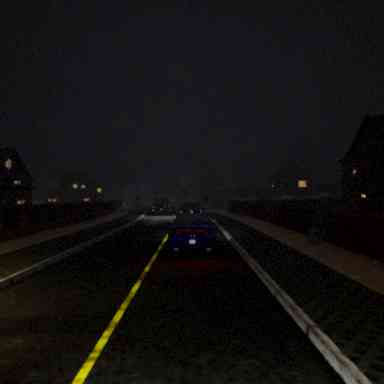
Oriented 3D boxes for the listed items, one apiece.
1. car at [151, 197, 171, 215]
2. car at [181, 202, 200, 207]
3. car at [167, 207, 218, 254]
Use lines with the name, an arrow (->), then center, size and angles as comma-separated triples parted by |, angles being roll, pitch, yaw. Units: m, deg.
car -> -3.743, 1.681, 40.338 | 2.150, 2.045, 5.566 | 0, -1, -5
car -> -0.145, 1.658, 28.441 | 2.097, 1.767, 4.553 | 0, -1, -2
car -> 0.033, 1.625, 14.233 | 1.882, 1.535, 5.008 | 0, 0, 0
